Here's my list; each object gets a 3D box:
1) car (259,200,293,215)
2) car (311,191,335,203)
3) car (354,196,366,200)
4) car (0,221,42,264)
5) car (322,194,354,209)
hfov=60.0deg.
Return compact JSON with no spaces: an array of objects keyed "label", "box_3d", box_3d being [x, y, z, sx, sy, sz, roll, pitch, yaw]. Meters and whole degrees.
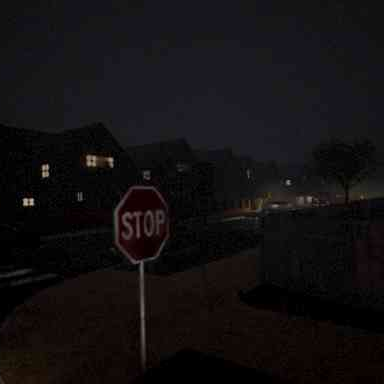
[{"label":"car","box_3d":[7.983,1.507,31.293,1.812,1.442,4.674,-3,-1,36]},{"label":"car","box_3d":[17.614,0.825,44.316,2.150,2.045,5.566,-3,-1,36]},{"label":"car","box_3d":[24.150,1.305,48.377,1.994,1.385,4.181,-3,-1,36]},{"label":"car","box_3d":[-7.301,1.684,10.441,2.128,1.511,4.902,-3,-1,36]},{"label":"car","box_3d":[17.056,1.325,38.699,1.812,1.442,4.674,-3,-1,36]}]
